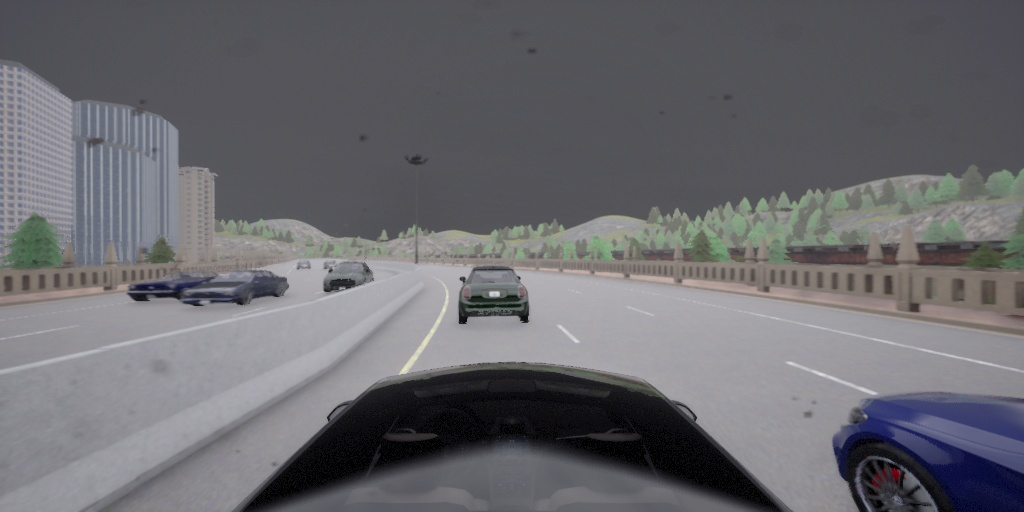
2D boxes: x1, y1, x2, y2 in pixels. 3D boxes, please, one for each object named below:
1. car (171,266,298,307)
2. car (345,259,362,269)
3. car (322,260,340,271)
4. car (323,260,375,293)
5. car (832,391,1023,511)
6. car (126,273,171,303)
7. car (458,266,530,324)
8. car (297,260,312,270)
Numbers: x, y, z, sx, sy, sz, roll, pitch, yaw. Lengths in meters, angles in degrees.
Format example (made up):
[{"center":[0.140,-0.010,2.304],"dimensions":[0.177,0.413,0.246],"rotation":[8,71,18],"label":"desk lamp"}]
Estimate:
[{"center":[-11.939,1.343,16.049],"dimensions":[2.033,1.411,5.357],"rotation":[0,0,-10],"label":"car"},{"center":[-26.377,1.336,59.536],"dimensions":[2.128,1.511,4.902],"rotation":[0,0,-30],"label":"car"},{"center":[-27.508,1.339,54.441],"dimensions":[2.128,1.511,4.902],"rotation":[0,0,-29],"label":"car"},{"center":[-9.455,1.136,21.086],"dimensions":[2.097,1.767,4.553],"rotation":[0,0,-13],"label":"car"},{"center":[3.457,1.262,0.861],"dimensions":[1.812,1.442,4.674],"rotation":[0,0,0],"label":"car"},{"center":[-15.770,1.412,17.409],"dimensions":[1.895,1.301,4.718],"rotation":[0,0,-11],"label":"car"},{"center":[-0.721,1.102,12.296],"dimensions":[2.097,1.767,4.553],"rotation":[0,0,-6],"label":"car"},{"center":[-32.482,1.361,56.102],"dimensions":[2.128,1.511,4.902],"rotation":[0,0,-30],"label":"car"}]
